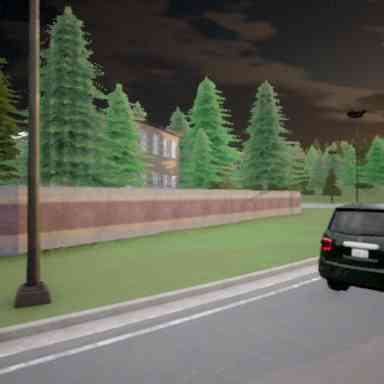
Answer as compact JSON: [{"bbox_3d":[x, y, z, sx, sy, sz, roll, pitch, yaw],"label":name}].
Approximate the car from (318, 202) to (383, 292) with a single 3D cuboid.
[{"bbox_3d":[5.229,1.274,8.166,5.566,2.045,2.150,0,0,-42],"label":"car"}]
